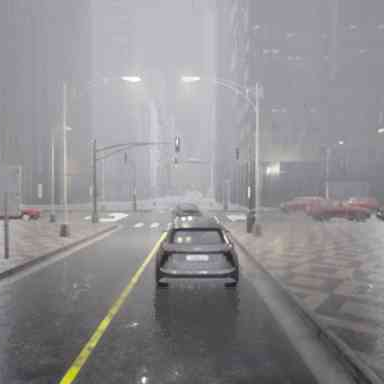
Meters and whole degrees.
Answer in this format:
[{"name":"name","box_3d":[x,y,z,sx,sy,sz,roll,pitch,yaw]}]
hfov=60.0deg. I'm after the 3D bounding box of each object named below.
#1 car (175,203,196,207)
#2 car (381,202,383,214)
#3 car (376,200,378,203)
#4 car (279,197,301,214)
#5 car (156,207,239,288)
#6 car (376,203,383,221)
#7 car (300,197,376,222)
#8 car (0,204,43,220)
[{"name":"car","box_3d":[-0.537,1.609,25.181,1.837,1.490,4.892,1,0,-9]},{"name":"car","box_3d":[23.426,1.763,36.443,4.313,1.339,1.947,0,0,0]},{"name":"car","box_3d":[17.785,1.483,36.430,5.009,1.841,2.192,0,0,0]},{"name":"car","box_3d":[12.141,1.454,36.418,5.009,1.841,2.192,0,0,0]},{"name":"car","box_3d":[0.118,1.465,9.340,2.033,1.649,4.856,0,0,0]},{"name":"car","box_3d":[17.791,1.841,27.908,4.313,1.339,1.947,0,0,0]},{"name":"car","box_3d":[12.149,1.562,27.894,5.009,1.841,2.192,0,0,0]},{"name":"car","box_3d":[-14.893,1.666,27.841,4.507,1.381,1.887,0,0,0]}]
